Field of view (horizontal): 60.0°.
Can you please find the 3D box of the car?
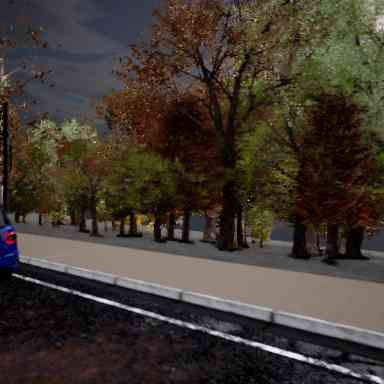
[{"bbox_3d":[-6.615,1.214,8.403,5.566,2.045,2.150,0,0,35],"label":"car"}]
